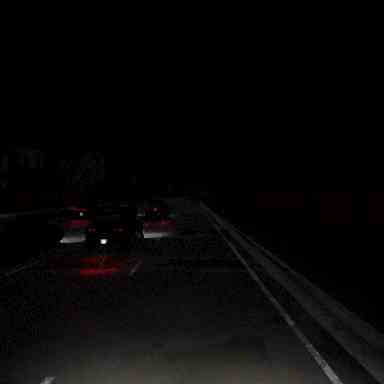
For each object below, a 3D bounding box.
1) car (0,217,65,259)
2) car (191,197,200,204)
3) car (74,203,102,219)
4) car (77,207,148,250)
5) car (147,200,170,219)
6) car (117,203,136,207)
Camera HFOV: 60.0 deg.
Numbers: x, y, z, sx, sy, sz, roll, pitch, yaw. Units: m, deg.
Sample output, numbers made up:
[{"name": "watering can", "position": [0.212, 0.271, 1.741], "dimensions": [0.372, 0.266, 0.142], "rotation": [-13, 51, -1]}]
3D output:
[{"name": "car", "position": [-6.903, 1.691, 13.185], "dimensions": [2.033, 1.411, 5.357], "rotation": [0, -1, 0]}, {"name": "car", "position": [1.205, 2.456, 92.385], "dimensions": [1.801, 1.575, 5.366], "rotation": [0, -1, 0]}, {"name": "car", "position": [-10.407, 1.870, 33.688], "dimensions": [1.837, 1.490, 4.892], "rotation": [0, -1, 0]}, {"name": "car", "position": [-3.403, 1.671, 15.237], "dimensions": [1.837, 1.490, 4.892], "rotation": [0, -1, 0]}, {"name": "car", "position": [-3.407, 1.714, 33.352], "dimensions": [2.097, 1.767, 4.553], "rotation": [0, -1, 0]}, {"name": "car", "position": [-6.921, 1.902, 34.669], "dimensions": [1.812, 1.442, 4.674], "rotation": [0, -1, 0]}]
